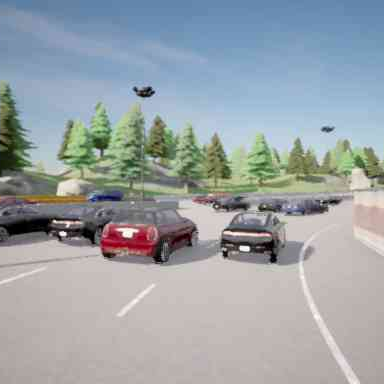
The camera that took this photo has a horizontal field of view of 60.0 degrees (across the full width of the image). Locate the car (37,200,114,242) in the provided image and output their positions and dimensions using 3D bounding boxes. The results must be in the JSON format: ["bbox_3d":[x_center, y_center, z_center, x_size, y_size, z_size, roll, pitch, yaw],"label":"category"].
[{"bbox_3d":[-4.056,1.331,14.813,2.128,1.511,4.902,1,1,20],"label":"car"}]

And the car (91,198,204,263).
[{"bbox_3d":[-1.305,1.277,12.059,2.097,1.767,4.553,1,1,18],"label":"car"}]

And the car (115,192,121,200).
[{"bbox_3d":[-8.062,1.022,46.614,4.181,1.385,1.994,0,1,-43],"label":"car"}]

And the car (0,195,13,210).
[{"bbox_3d":[-19.737,1.000,31.484,1.812,1.442,4.674,1,0,30],"label":"car"}]

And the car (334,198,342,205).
[{"bbox_3d":[18.430,1.196,45.238,4.718,1.301,1.895,-1,1,-36],"label":"car"}]

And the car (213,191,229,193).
[{"bbox_3d":[4.657,0.480,56.819,4.553,1.767,2.097,-1,1,-37],"label":"car"}]

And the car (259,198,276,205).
[{"bbox_3d":[8.400,1.306,32.913,4.181,1.385,1.994,0,0,-41],"label":"car"}]

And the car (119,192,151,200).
[{"bbox_3d":[-6.756,1.069,42.751,4.181,1.385,1.994,0,1,-45],"label":"car"}]

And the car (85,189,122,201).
[{"bbox_3d":[-12.297,0.632,47.328,2.150,2.045,5.566,1,0,45],"label":"car"}]

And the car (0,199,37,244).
[{"bbox_3d":[-7.910,1.289,14.659,2.128,1.511,4.902,1,1,17],"label":"car"}]

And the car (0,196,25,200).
[{"bbox_3d":[-14.572,1.078,25.947,1.882,1.535,5.008,1,0,28],"label":"car"}]

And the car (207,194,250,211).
[{"bbox_3d":[4.000,1.220,33.642,1.812,1.442,4.674,1,1,45],"label":"car"}]

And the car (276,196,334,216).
[{"bbox_3d":[10.359,1.333,30.366,5.357,1.411,2.033,0,1,-39],"label":"car"}]

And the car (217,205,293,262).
[{"bbox_3d":[2.409,1.479,12.337,2.128,1.511,4.902,1,1,20],"label":"car"}]

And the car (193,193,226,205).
[{"bbox_3d":[2.458,1.152,46.333,4.718,1.301,1.895,0,1,-39],"label":"car"}]

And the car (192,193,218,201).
[{"bbox_3d":[2.349,0.891,59.475,4.674,1.442,1.812,0,1,-37],"label":"car"}]
